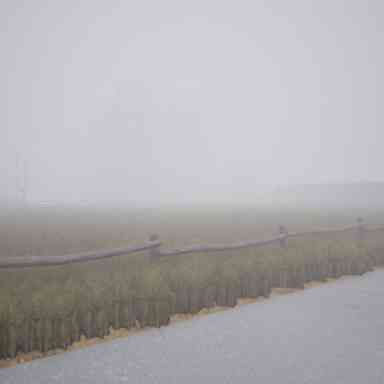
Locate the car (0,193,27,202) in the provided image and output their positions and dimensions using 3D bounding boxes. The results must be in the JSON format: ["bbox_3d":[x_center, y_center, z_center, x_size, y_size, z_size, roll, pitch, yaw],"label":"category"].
[{"bbox_3d":[-38.365,1.495,72.005,4.611,1.667,2.242,0,0,-35],"label":"car"}]
